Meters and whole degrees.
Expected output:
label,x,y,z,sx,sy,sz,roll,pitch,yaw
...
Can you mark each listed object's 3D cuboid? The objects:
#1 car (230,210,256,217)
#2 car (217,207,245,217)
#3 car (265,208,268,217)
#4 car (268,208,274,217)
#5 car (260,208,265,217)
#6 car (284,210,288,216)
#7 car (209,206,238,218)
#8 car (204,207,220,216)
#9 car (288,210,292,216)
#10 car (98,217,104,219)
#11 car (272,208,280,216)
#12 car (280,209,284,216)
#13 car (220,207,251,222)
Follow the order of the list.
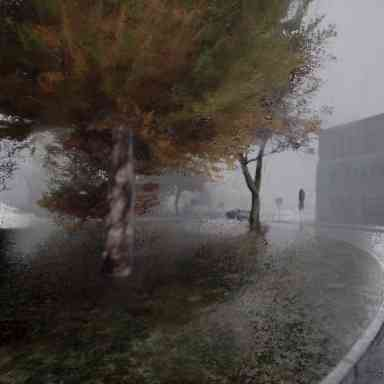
label,x,y,z,sx,sy,sz,roll,pitch,yaw
car,11.450,4.783,74.473,5.366,1.575,1.946,1,-3,16
car,8.177,4.198,69.643,5.566,2.045,2.435,1,-3,16
car,15.202,4.967,79.203,4.553,1.767,2.185,0,-2,16
car,16.923,5.258,81.587,4.792,1.488,2.163,0,-2,17
car,13.432,4.695,76.831,5.566,2.045,2.435,0,-3,16
car,22.365,5.577,88.668,5.008,1.535,2.097,0,-2,17
car,6.386,4.024,67.240,5.566,2.045,2.435,1,-3,15
car,4.687,4.103,64.804,4.892,1.521,2.231,1,-3,15
car,24.157,5.552,91.036,4.553,1.767,2.185,0,-2,18
car,-11.422,2.872,46.841,5.566,2.045,2.150,0,-3,8
car,18.722,5.104,83.968,5.566,2.045,2.435,0,-2,17
car,20.545,5.473,86.324,4.892,1.521,2.231,0,-3,17
car,5.177,2.451,36.517,2.128,1.511,4.902,2,-3,-13
